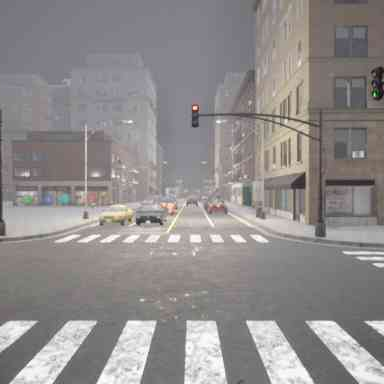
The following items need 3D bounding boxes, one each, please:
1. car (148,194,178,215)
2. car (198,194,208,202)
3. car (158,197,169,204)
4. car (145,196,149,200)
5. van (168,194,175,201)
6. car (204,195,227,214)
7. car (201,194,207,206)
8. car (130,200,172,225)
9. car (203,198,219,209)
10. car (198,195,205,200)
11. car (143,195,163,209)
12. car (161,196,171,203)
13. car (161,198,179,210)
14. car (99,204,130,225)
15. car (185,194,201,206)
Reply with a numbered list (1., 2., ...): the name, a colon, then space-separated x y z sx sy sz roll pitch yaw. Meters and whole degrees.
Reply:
1. car: -2.841 1.364 33.814 2.097 1.767 4.553 0 0 0
2. car: 2.664 1.347 80.669 2.192 1.841 5.009 0 0 0
3. car: -5.367 1.606 63.688 1.802 1.307 4.206 0 0 0
4. car: -5.375 1.566 41.040 2.008 1.369 4.403 0 0 0
5. van: -5.359 1.376 86.335 1.690 1.788 3.998 0 0 0
6. car: 2.648 1.453 35.374 1.967 1.590 4.097 0 0 0
7. car: 2.650 1.330 41.036 2.192 1.841 5.009 0 0 0
8. car: -2.841 1.556 24.166 2.033 1.411 5.357 0 0 0
9. car: 2.652 1.583 46.698 1.947 1.339 4.313 0 0 0
10. car: 2.668 1.604 91.994 1.947 1.339 4.313 0 0 0
11. car: -5.373 1.332 46.702 2.192 1.841 5.009 0 0 0
12. car: -5.365 1.552 69.179 1.752 1.417 4.829 0 0 0
13. car: -2.831 1.564 44.222 2.033 1.411 5.357 0 0 0
14. car: -5.381 1.533 23.884 1.752 1.417 4.829 0 0 0
15. car: 0.018 1.525 53.993 1.837 1.490 4.892 0 0 0
